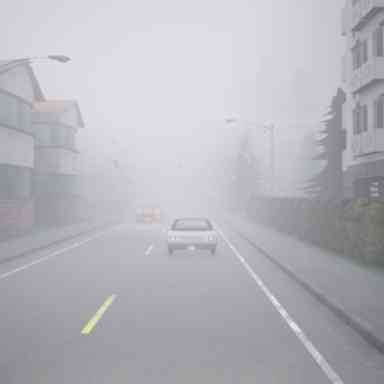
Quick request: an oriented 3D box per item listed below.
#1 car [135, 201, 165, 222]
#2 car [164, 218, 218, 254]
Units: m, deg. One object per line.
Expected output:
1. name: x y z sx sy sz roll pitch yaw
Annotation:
1. car: -3.516 1.618 28.621 2.097 1.767 4.553 0 0 0
2. car: -0.006 1.734 14.100 1.895 1.301 4.718 0 0 0
